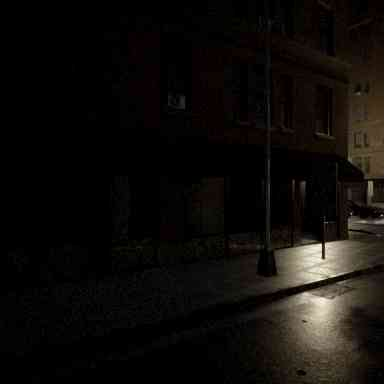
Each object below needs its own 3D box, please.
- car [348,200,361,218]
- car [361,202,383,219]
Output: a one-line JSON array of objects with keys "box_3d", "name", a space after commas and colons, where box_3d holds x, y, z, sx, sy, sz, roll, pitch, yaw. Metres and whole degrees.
[{"box_3d": [9.964, 1.279, 25.649, 1.837, 1.490, 4.892, 0, 1, -35], "name": "car"}, {"box_3d": [12.877, 1.327, 27.203, 2.033, 1.411, 5.357, 0, 1, -32], "name": "car"}]
